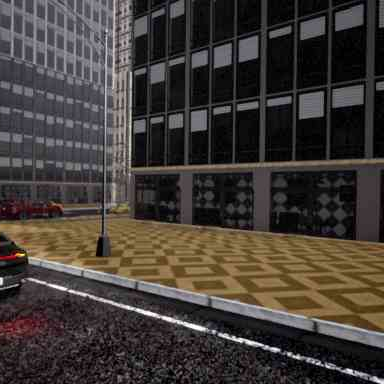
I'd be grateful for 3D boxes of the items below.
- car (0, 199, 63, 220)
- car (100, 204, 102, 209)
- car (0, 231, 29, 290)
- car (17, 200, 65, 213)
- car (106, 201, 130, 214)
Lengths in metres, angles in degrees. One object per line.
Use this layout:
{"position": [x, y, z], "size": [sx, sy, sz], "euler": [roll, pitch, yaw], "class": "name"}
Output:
{"position": [-14.181, 1.518, 29.677], "size": [2.192, 1.841, 5.009], "euler": [1, 0, 37], "class": "car"}
{"position": [-10.011, 1.840, 44.978], "size": [1.895, 1.301, 4.718], "euler": [1, 0, 37], "class": "car"}
{"position": [-5.748, 1.500, 7.814], "size": [4.892, 1.490, 1.837], "euler": [0, 0, 36], "class": "car"}
{"position": [-17.646, 1.641, 39.064], "size": [1.752, 1.417, 4.829], "euler": [1, 0, 37], "class": "car"}
{"position": [-7.351, 1.829, 38.865], "size": [1.752, 1.417, 4.829], "euler": [1, 0, 37], "class": "car"}
